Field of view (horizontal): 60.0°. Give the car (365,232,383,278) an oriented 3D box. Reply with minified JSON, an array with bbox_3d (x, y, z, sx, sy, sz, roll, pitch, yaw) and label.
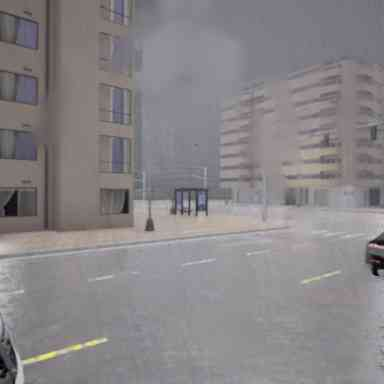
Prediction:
[{"bbox_3d":[6.663,1.576,9.299,4.902,1.511,2.128,0,0,-38],"label":"car"}]

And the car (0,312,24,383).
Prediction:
[{"bbox_3d":[-3.783,1.209,1.352,5.566,2.045,2.150,0,0,-33],"label":"car"}]
